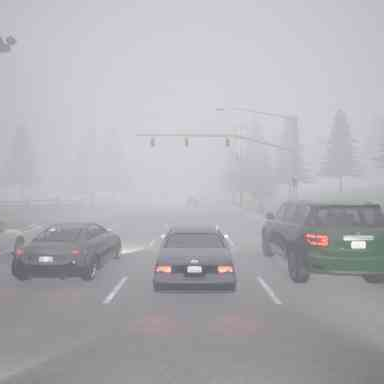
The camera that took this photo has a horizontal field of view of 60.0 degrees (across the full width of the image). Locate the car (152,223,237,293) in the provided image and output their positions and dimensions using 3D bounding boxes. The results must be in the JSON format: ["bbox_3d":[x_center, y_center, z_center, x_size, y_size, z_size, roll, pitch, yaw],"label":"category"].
[{"bbox_3d":[0.068,1.546,8.957,2.033,1.411,5.357,0,0,0],"label":"car"}]

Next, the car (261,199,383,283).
[{"bbox_3d":[3.573,1.220,9.777,2.150,2.045,5.566,0,0,0],"label":"car"}]

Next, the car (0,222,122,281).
[{"bbox_3d":[-3.432,1.562,9.883,1.994,1.385,4.181,0,0,1],"label":"car"}]

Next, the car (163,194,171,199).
[{"bbox_3d":[-6.985,1.367,94.060,1.994,1.385,4.181,0,0,0],"label":"car"}]

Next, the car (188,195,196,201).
[{"bbox_3d":[0.013,1.515,83.639,2.033,1.411,5.357,0,0,0],"label":"car"}]

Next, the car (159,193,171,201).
[{"bbox_3d":[-6.987,1.201,83.670,2.150,2.045,5.566,0,0,0],"label":"car"}]

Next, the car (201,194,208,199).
[{"bbox_3d":[3.515,1.292,94.059,1.882,1.535,5.008,0,0,0],"label":"car"}]

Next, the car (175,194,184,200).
[{"bbox_3d":[-3.485,1.340,94.060,2.128,1.511,4.902,0,0,0],"label":"car"}]

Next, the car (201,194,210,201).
[{"bbox_3d":[3.513,1.476,83.639,1.837,1.490,4.892,0,0,0],"label":"car"}]

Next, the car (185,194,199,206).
[{"bbox_3d":[0.006,1.342,52.996,2.097,1.767,4.553,0,0,0],"label":"car"}]

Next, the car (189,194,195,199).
[{"bbox_3d":[0.015,1.292,94.059,1.882,1.535,5.008,0,0,0],"label":"car"}]

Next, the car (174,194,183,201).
[{"bbox_3d":[-3.487,1.500,84.056,1.812,1.442,4.674,0,0,0],"label":"car"}]
